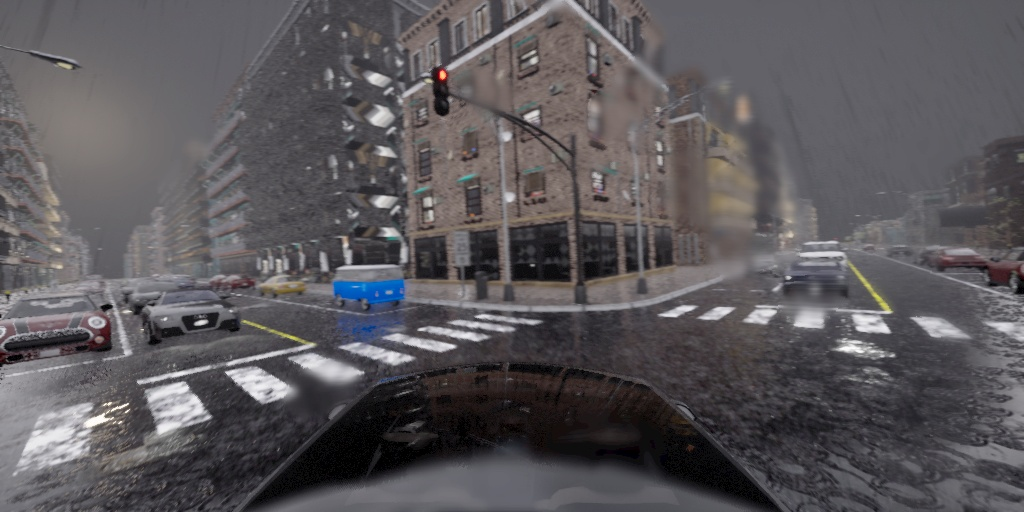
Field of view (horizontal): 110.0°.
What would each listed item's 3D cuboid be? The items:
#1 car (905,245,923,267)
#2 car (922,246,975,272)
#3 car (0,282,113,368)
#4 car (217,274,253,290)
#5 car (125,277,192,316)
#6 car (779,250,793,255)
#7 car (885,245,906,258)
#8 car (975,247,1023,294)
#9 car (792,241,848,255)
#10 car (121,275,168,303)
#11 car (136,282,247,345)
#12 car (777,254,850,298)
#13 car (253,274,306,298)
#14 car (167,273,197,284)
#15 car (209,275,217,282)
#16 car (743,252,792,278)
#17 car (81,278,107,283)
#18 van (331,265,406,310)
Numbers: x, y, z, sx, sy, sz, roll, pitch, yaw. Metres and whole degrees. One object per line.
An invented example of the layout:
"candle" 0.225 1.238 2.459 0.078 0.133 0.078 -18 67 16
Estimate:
"car" 29.346 -0.026 24.908 2.007 1.370 4.403 0 0 42
"car" 25.560 0.173 20.654 1.802 1.307 4.207 0 0 42
"car" -11.818 1.708 9.342 4.097 1.591 1.967 0 0 41
"car" -23.287 2.236 30.566 4.507 1.381 1.888 0 0 41
"car" -17.936 2.010 18.126 4.892 1.490 1.837 -2 1 41
"car" 23.087 0.253 30.473 2.007 1.370 4.403 0 0 42
"car" 40.704 -0.526 37.667 2.007 1.370 4.403 0 0 42
"car" 17.989 0.368 12.147 1.967 1.591 4.097 0 0 42
"car" 19.127 0.098 22.181 2.150 2.045 5.566 -3 0 42
"car" -25.782 2.326 25.035 5.008 1.535 1.882 -3 0 41
"car" -10.140 1.736 11.279 4.181 1.385 1.994 -2 1 41
"car" 12.046 0.794 14.206 1.895 1.301 4.718 -3 0 42
"car" -14.913 1.843 23.209 4.829 1.417 1.751 0 0 41
"car" -33.399 2.726 35.978 4.181 1.385 1.994 -3 0 41
"car" -27.537 2.425 34.301 4.507 1.381 1.888 0 0 41
"car" 15.515 0.589 21.966 2.007 1.370 4.403 0 0 42
"car" -37.324 2.967 31.751 4.207 1.307 1.802 0 0 41
"van" -6.283 1.295 15.628 3.998 1.789 1.690 0 0 41
